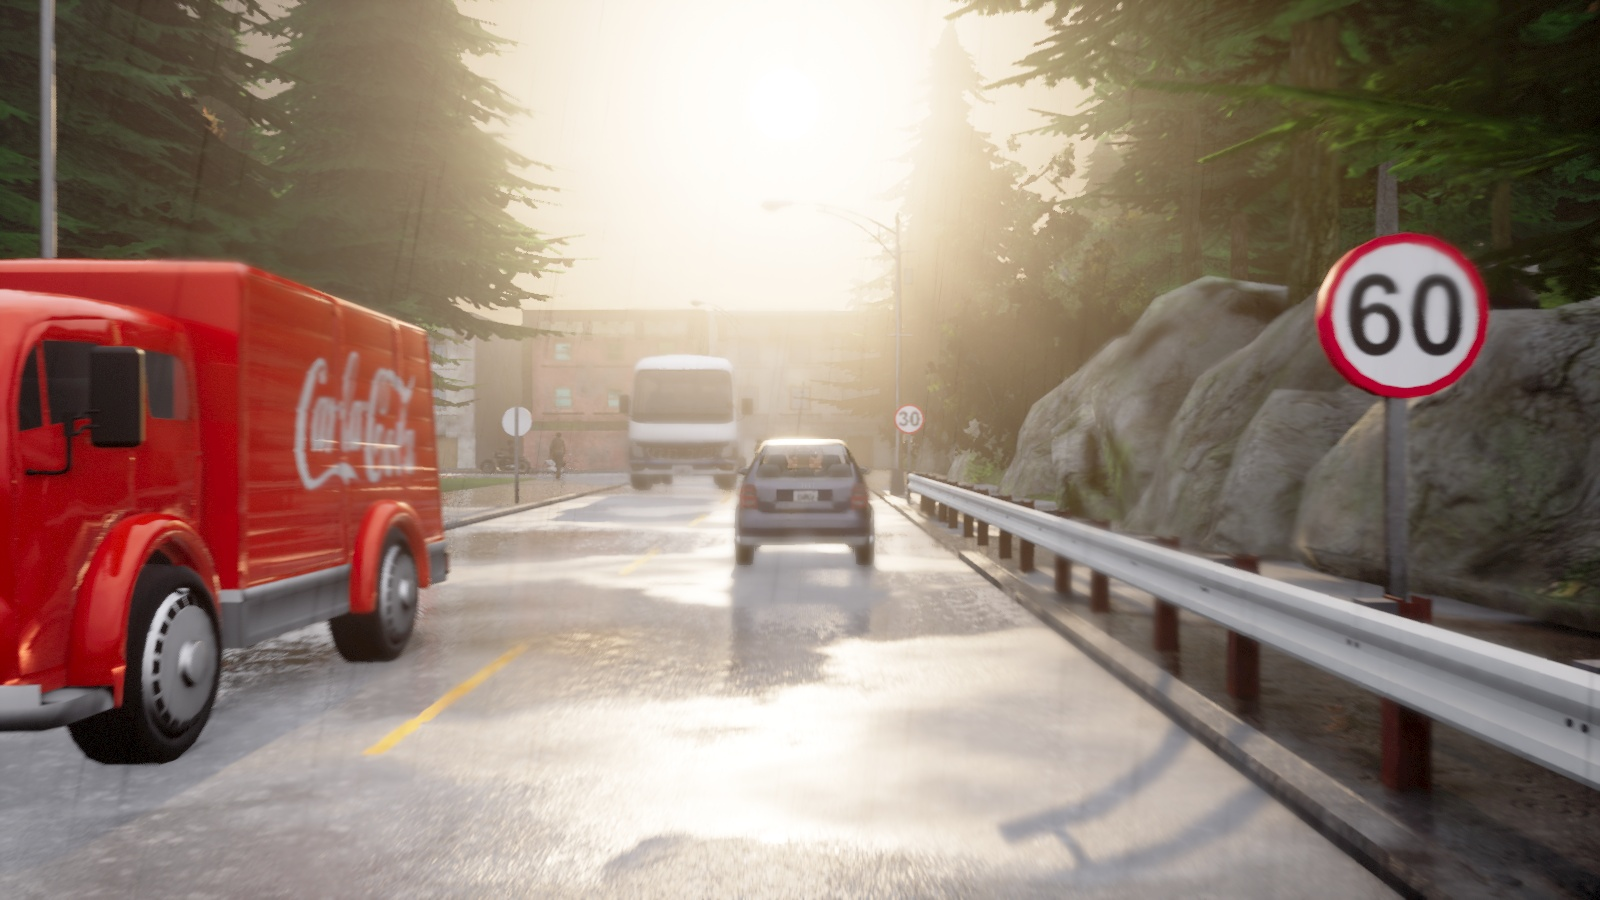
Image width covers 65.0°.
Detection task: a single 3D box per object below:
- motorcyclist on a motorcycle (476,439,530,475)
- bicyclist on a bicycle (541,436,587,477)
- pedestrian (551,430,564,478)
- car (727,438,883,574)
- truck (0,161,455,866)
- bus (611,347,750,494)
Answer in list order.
[{"bbox_3d":[-13.908,0.324,58.790,2.350,1.649,0.766,0,1,2],"label":"motorcyclist on a motorcycle"},{"bbox_3d":[-10.233,0.275,54.458,1.843,1.776,0.659,0,2,11],"label":"bicyclist on a bicycle"},{"bbox_3d":[-9.171,0.156,47.563,0.328,1.805,0.869,0,0,-1],"label":"pedestrian"},{"bbox_3d":[0.058,0.627,16.222,1.789,1.549,3.705,0,1,0],"label":"car"},{"bbox_3d":[-3.960,0.218,7.000,2.627,2.467,5.204,0,0,0],"label":"truck"},{"bbox_3d":[-3.674,-0.889,41.585,3.944,4.253,10.273,0,0,-2],"label":"bus"}]
